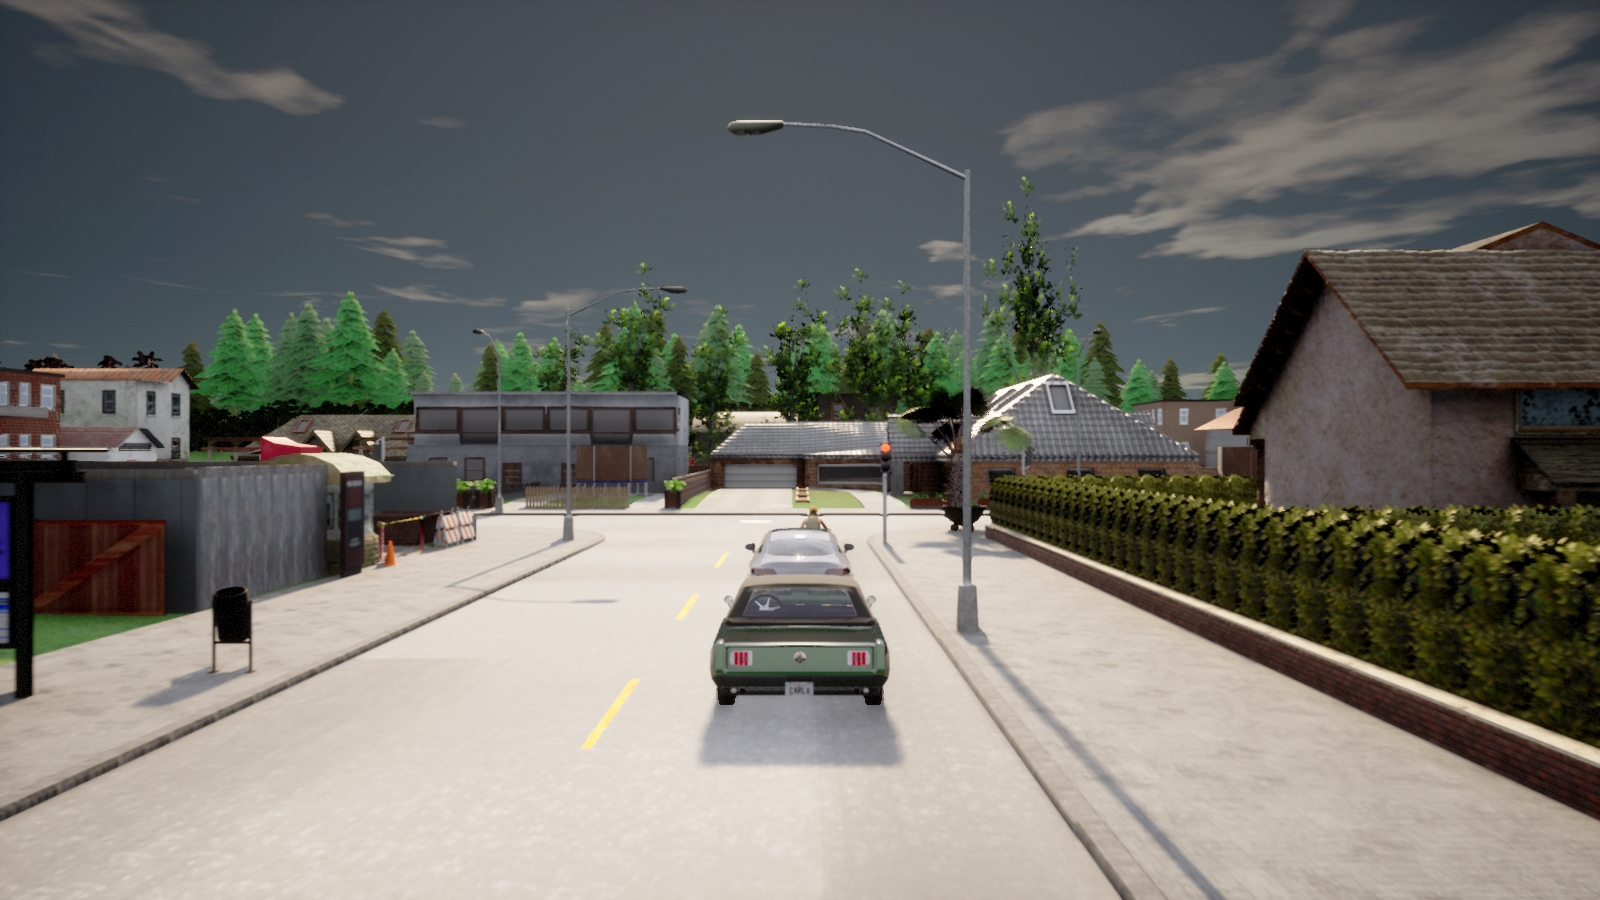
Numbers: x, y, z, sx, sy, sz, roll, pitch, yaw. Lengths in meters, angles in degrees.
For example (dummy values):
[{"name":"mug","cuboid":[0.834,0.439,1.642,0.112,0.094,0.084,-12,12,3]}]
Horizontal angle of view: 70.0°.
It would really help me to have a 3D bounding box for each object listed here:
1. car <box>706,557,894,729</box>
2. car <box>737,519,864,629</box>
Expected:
[{"name":"car","cuboid":[-0.001,2.165,13.886,1.895,1.301,4.718,0,0,0]},{"name":"car","cuboid":[-0.003,2.096,20.343,2.002,1.442,4.674,0,0,0]}]
